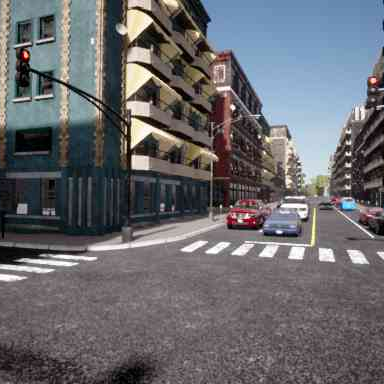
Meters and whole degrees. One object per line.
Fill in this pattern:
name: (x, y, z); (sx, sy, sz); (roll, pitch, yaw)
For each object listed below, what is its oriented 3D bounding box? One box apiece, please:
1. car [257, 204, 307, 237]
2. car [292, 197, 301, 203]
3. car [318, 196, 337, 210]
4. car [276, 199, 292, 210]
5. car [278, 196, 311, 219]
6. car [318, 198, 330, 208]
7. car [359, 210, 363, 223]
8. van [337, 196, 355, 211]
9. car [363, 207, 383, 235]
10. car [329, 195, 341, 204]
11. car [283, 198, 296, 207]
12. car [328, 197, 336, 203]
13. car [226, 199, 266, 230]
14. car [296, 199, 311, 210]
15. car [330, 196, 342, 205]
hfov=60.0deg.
car: (5.454, 1.682, 19.621); (2.033, 1.411, 5.357); (0, 0, 21)
car: (25.161, 1.946, 79.983); (1.887, 1.381, 4.507); (1, 0, 20)
car: (19.231, 1.781, 47.749); (2.128, 1.511, 4.902); (0, 0, 20)
car: (13.508, 1.818, 48.654); (1.947, 1.339, 4.313); (1, 0, 20)
car: (9.002, 1.400, 29.074); (2.150, 2.045, 5.566); (0, 0, 21)
car: (22.850, 1.862, 57.480); (1.812, 1.442, 4.674); (0, 0, 20)
car: (13.579, 1.783, 24.809); (1.802, 1.307, 4.206); (1, 0, 20)
van: (21.353, 1.641, 45.695); (1.690, 1.788, 3.998); (1, 0, 20)
car: (11.637, 1.743, 19.587); (1.947, 1.339, 4.313); (1, 0, 20)
car: (33.006, 1.765, 77.023); (2.192, 1.841, 5.009); (1, 0, 20)
car: (17.392, 1.867, 59.097); (1.947, 1.339, 4.313); (1, 0, 20)
car: (36.946, 2.027, 87.626); (1.752, 1.417, 4.829); (1, 0, 20)
car: (3.802, 1.444, 22.545); (2.192, 1.841, 5.009); (1, 0, 20)
car: (16.168, 1.774, 48.120); (1.837, 1.490, 4.892); (0, 0, 20)
car: (31.064, 1.740, 71.802); (2.192, 1.841, 5.009); (1, 0, 20)
